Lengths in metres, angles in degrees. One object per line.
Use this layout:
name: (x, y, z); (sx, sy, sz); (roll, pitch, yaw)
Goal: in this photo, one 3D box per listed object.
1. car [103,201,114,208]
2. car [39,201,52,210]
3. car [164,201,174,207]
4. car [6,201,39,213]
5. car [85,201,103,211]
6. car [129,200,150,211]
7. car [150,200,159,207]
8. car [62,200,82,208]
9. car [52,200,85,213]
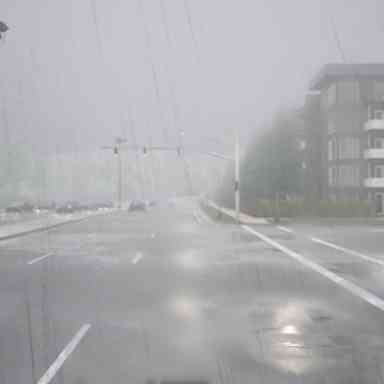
car: (-16.307, 2.342, 63.754); (2.033, 1.411, 5.357); (0, -1, 0)
car: (-23.321, 2.216, 54.539); (2.033, 1.411, 5.357); (0, -1, 1)
car: (-4.794, 2.500, 71.213); (1.895, 1.301, 4.718); (0, -1, 0)
car: (-23.317, 2.029, 45.380); (1.882, 1.535, 5.008); (0, -1, 0)
car: (-16.355, 2.139, 53.336); (1.882, 1.535, 5.008); (0, -1, 1)
car: (-8.187, 1.988, 50.544); (2.097, 1.767, 4.553); (0, -1, 0)
car: (-8.296, 2.417, 72.592); (1.837, 1.490, 4.892); (0, -1, 0)
car: (-23.301, 2.343, 64.939); (2.033, 1.411, 5.357); (0, -1, 0)
car: (-16.325, 1.898, 44.227); (2.097, 1.767, 4.553); (0, -1, 0)
